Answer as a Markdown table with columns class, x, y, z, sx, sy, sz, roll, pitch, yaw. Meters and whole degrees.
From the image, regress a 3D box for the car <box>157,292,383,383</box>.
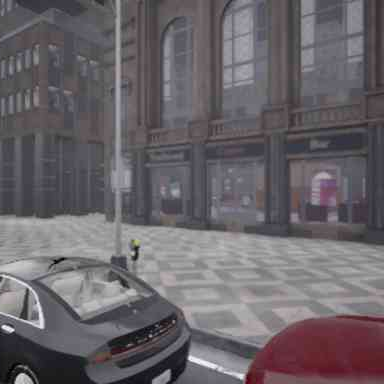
| class | x | y | z | sx | sy | sz | roll | pitch | yaw |
| --- | --- | --- | --- | --- | --- | --- | --- | --- | --- |
| car | 2.506 | 1.314 | 1.176 | 5.009 | 1.841 | 2.192 | 0 | 0 | 35 |

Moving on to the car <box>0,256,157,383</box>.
| class | x | y | z | sx | sy | sz | roll | pitch | yaw |
| --- | --- | --- | --- | --- | --- | --- | --- | --- | --- |
| car | -2.068 | 1.555 | 4.438 | 4.403 | 1.369 | 2.008 | 0 | 0 | 35 |
